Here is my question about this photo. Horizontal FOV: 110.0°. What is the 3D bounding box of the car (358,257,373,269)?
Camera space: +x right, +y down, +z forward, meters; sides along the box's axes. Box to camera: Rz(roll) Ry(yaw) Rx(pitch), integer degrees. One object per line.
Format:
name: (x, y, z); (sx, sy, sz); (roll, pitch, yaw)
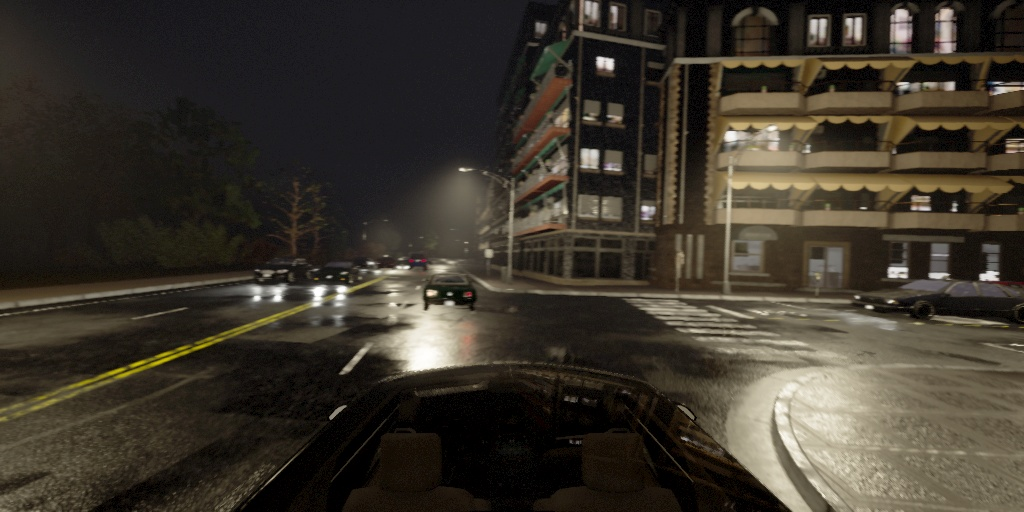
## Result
car: (-18.454, 0.829, 44.591); (2.033, 1.411, 5.357); (2, 0, -10)

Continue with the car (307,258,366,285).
car: (-10.865, 1.013, 22.589); (1.994, 1.385, 4.181); (2, 0, -11)

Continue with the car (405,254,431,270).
car: (-11.982, 0.751, 46.106); (2.150, 2.045, 5.566); (2, -1, -11)

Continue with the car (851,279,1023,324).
car: (15.829, 1.547, 12.950); (5.357, 1.411, 2.033); (1, 0, 6)

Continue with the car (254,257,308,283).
car: (-14.141, 0.816, 22.441); (2.128, 1.511, 4.902); (2, 0, -11)

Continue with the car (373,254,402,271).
car: (-14.848, 0.886, 42.998); (1.882, 1.535, 5.008); (2, -1, -11)

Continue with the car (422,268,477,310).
car: (-2.523, 1.326, 14.455); (1.895, 1.301, 4.718); (2, 0, -10)

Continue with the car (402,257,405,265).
car: (-17.995, 0.910, 60.218); (2.128, 1.511, 4.902); (2, 0, -10)
